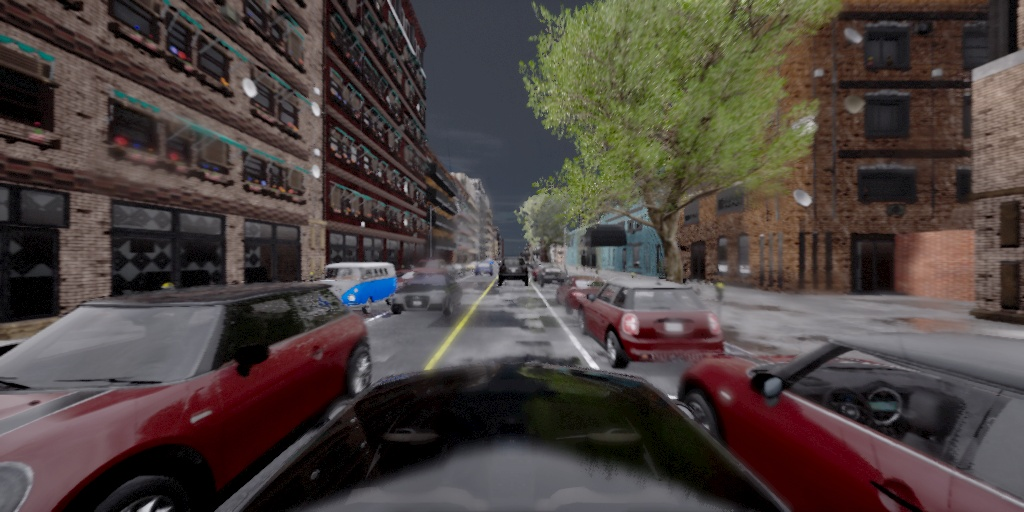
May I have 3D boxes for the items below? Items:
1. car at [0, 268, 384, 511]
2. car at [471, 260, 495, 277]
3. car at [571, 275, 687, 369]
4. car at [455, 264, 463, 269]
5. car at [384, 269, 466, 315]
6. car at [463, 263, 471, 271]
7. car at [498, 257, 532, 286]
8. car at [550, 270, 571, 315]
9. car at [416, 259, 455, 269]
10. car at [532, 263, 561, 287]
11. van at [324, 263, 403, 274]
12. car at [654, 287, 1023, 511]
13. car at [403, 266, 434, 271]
[{"bbox_3d":[-3.098,1.108,3.359,2.097,1.767,4.553,0,0,0],"label":"car"},{"bbox_3d":[-3.013,1.439,39.209,1.812,1.442,4.674,0,-1,0],"label":"car"},{"bbox_3d":[2.691,1.213,7.883,1.967,1.591,4.097,0,0,0],"label":"car"},{"bbox_3d":[-5.687,1.437,30.673,1.948,1.339,4.313,0,0,0],"label":"car"},{"bbox_3d":[-3.084,1.361,13.711,1.994,1.385,4.181,0,0,0],"label":"car"},{"bbox_3d":[-5.686,1.449,36.369,2.007,1.370,4.403,0,0,0],"label":"car"},{"bbox_3d":[0.099,1.078,26.872,2.150,2.045,5.566,0,0,0],"label":"car"},{"bbox_3d":[2.692,1.378,13.580,1.802,1.307,4.207,0,0,0],"label":"car"},{"bbox_3d":[-5.688,1.159,24.976,2.192,1.841,5.009,0,0,0],"label":"car"},{"bbox_3d":[2.693,1.395,24.973,2.007,1.370,4.403,0,0,0],"label":"car"},{"bbox_3d":[-5.689,1.137,13.582,1.690,1.789,3.998,0,0,0],"label":"van"},{"bbox_3d":[2.691,1.192,2.187,1.967,1.591,4.097,0,0,0],"label":"car"},{"bbox_3d":[-5.688,1.402,19.279,1.802,1.307,4.207,0,0,0],"label":"car"}]
